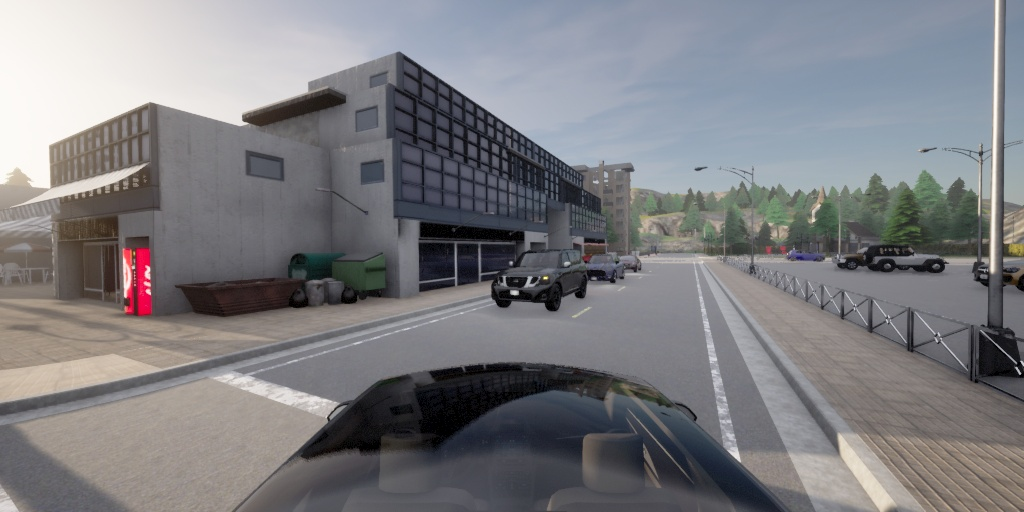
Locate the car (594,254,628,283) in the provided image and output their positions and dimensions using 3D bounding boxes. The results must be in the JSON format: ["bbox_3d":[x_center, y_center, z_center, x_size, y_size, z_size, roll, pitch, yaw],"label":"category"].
[{"bbox_3d":[5.714,0.668,22.589,2.097,1.767,4.553,0,1,27],"label":"car"}]

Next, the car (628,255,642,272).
[{"bbox_3d":[10.299,0.619,31.736,1.812,1.442,4.674,0,1,27],"label":"car"}]

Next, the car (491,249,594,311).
[{"bbox_3d":[1.311,0.752,13.792,2.150,2.045,5.566,0,1,27],"label":"car"}]
